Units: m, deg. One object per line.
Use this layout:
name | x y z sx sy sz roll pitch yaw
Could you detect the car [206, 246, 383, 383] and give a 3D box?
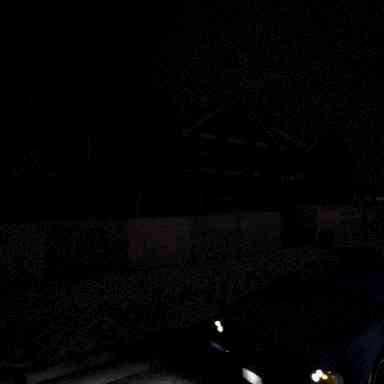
car | 2.797 1.596 5.068 5.357 1.411 2.033 1 0 -36
